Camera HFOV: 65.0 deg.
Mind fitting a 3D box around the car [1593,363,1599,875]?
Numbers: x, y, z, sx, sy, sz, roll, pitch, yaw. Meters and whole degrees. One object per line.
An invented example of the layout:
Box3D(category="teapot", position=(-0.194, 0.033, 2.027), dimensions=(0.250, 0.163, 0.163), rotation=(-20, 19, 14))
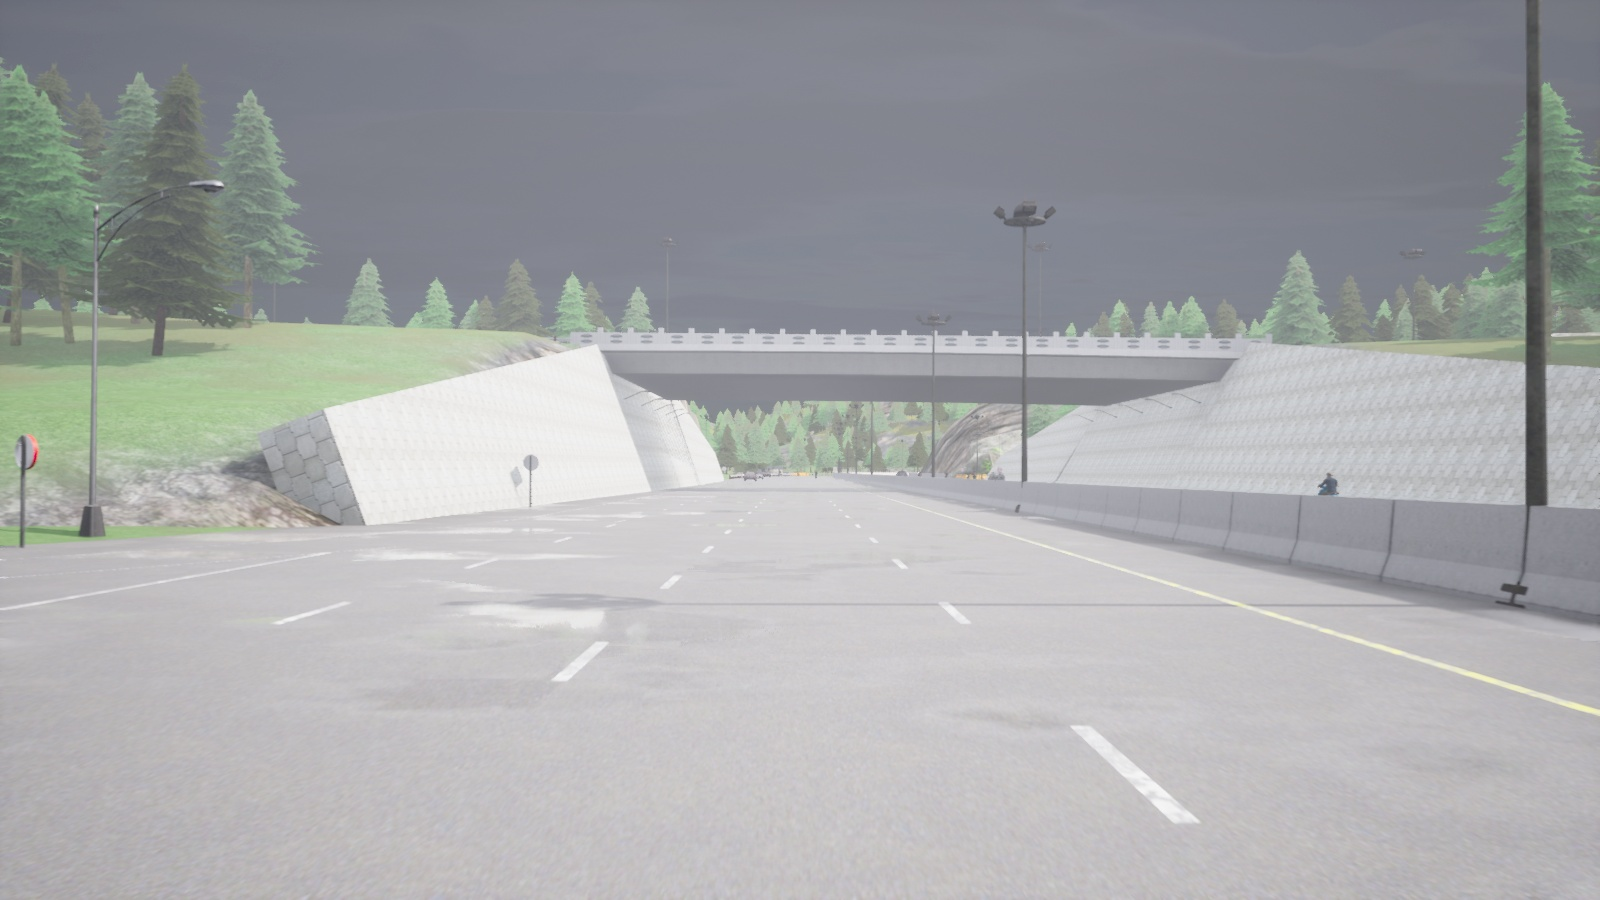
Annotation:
Box3D(category="car", position=(3.494, 0.631, 2.066), dimensions=(1.905, 1.878, 3.866), rotation=(0, -1, 0))
